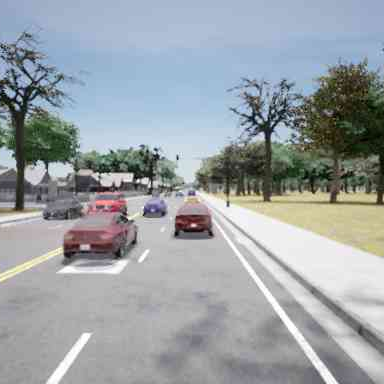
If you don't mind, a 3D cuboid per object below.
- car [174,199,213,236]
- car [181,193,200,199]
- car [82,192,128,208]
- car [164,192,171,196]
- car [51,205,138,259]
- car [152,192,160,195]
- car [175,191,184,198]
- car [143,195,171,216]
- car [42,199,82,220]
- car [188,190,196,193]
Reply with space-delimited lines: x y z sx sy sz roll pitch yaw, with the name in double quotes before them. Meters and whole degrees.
"car" 0.080 1.345 17.656 1.882 1.535 5.008 0 1 0
"car" 0.064 1.218 34.182 1.882 1.535 5.008 0 0 0
"car" -6.614 1.031 26.658 2.150 2.045 5.566 0 0 0
"car" -6.586 0.795 90.222 1.837 1.490 4.892 0 0 0
"car" -3.160 1.439 12.122 1.812 1.442 4.674 0 1 0
"car" -9.836 0.799 90.219 1.837 1.490 4.892 0 0 0
"car" -3.334 0.587 87.883 2.097 1.767 4.553 0 0 0
"car" -3.175 1.308 29.326 1.812 1.442 4.674 0 0 0
"car" -9.862 1.325 25.849 1.837 1.490 4.892 0 0 0
"car" -0.084 0.438 87.529 2.150 2.045 5.566 0 0 0
